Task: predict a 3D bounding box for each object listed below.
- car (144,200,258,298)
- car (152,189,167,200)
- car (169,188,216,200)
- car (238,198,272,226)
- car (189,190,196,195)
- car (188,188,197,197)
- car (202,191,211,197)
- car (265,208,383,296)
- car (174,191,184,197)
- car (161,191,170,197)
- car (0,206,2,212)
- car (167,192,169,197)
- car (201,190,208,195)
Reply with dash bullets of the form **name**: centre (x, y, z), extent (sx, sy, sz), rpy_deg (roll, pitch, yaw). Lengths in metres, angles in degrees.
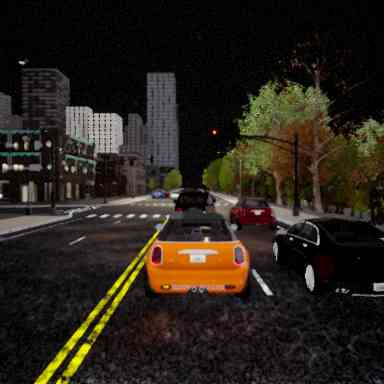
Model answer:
- **car**: centre (0.118, 1.240, 8.383), extent (2.097, 1.767, 4.553), rpy_deg (0, 1, 0)
- **car**: centre (-6.392, 0.368, 63.897), extent (2.150, 2.045, 5.566), rpy_deg (0, 1, 1)
- **car**: centre (0.140, 0.983, 17.922), extent (2.150, 2.045, 5.566), rpy_deg (0, 1, 0)
- **car**: centre (3.392, 1.096, 19.249), extent (2.097, 1.767, 4.553), rpy_deg (0, 1, 0)
- **car**: centre (0.201, 0.203, 91.374), extent (1.895, 1.301, 4.718), rpy_deg (0, 1, 0)
- **car**: centre (0.177, 0.134, 80.954), extent (2.150, 2.045, 5.566), rpy_deg (0, 1, 0)
- **car**: centre (3.427, 0.449, 80.921), extent (2.033, 1.411, 5.357), rpy_deg (0, 1, 0)
- **car**: centre (3.368, 1.394, 8.305), extent (1.837, 1.490, 4.892), rpy_deg (0, 1, 0)
- **car**: centre (-3.075, 0.462, 79.441), extent (2.128, 1.511, 4.902), rpy_deg (0, 1, 0)
- **car**: centre (-6.325, 0.533, 79.395), extent (1.895, 1.301, 4.718), rpy_deg (0, 1, 0)
- **car**: centre (-19.887, 1.412, 30.546), extent (4.313, 1.339, 1.947), rpy_deg (-1, 2, 0)
- **car**: centre (-3.143, 0.672, 63.954), extent (1.812, 1.442, 4.674), rpy_deg (0, 1, 1)
- **car**: centre (3.451, 0.132, 91.336), extent (1.812, 1.442, 4.674), rpy_deg (0, 1, 0)
